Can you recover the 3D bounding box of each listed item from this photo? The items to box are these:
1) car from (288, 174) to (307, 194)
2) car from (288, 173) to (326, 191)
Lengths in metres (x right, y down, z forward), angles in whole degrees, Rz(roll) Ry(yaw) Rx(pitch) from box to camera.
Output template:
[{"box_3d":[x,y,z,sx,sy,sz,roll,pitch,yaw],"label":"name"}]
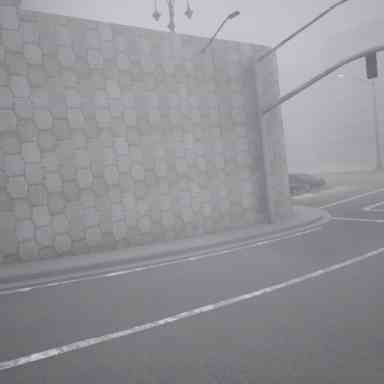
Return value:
[{"box_3d":[6.662,-0.399,28.539,2.033,1.411,5.357,-10,6,-35],"label":"car"},{"box_3d":[9.701,-0.953,30.222,1.837,1.490,4.892,-10,6,-35],"label":"car"}]
